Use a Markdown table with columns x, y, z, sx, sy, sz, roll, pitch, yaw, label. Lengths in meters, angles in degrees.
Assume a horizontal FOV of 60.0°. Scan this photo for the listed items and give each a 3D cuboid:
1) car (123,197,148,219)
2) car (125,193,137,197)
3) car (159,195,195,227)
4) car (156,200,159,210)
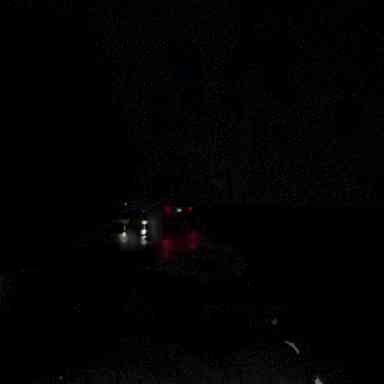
| x | y | z | sx | sy | sz | roll | pitch | yaw | label |
| --- | --- | --- | --- | --- | --- | --- | --- | --- | --- |
| -4.859 | 1.466 | 28.835 | 1.882 | 1.535 | 5.008 | 0 | 0 | -7 | car |
| -12.872 | 1.258 | 70.072 | 2.150 | 2.045 | 5.566 | 0 | 0 | -15 | car |
| -1.029 | 1.212 | 23.085 | 2.150 | 2.045 | 5.566 | 0 | 0 | -5 | car |
| -3.479 | 1.462 | 42.013 | 1.882 | 1.535 | 5.008 | 0 | 0 | -9 | car |
